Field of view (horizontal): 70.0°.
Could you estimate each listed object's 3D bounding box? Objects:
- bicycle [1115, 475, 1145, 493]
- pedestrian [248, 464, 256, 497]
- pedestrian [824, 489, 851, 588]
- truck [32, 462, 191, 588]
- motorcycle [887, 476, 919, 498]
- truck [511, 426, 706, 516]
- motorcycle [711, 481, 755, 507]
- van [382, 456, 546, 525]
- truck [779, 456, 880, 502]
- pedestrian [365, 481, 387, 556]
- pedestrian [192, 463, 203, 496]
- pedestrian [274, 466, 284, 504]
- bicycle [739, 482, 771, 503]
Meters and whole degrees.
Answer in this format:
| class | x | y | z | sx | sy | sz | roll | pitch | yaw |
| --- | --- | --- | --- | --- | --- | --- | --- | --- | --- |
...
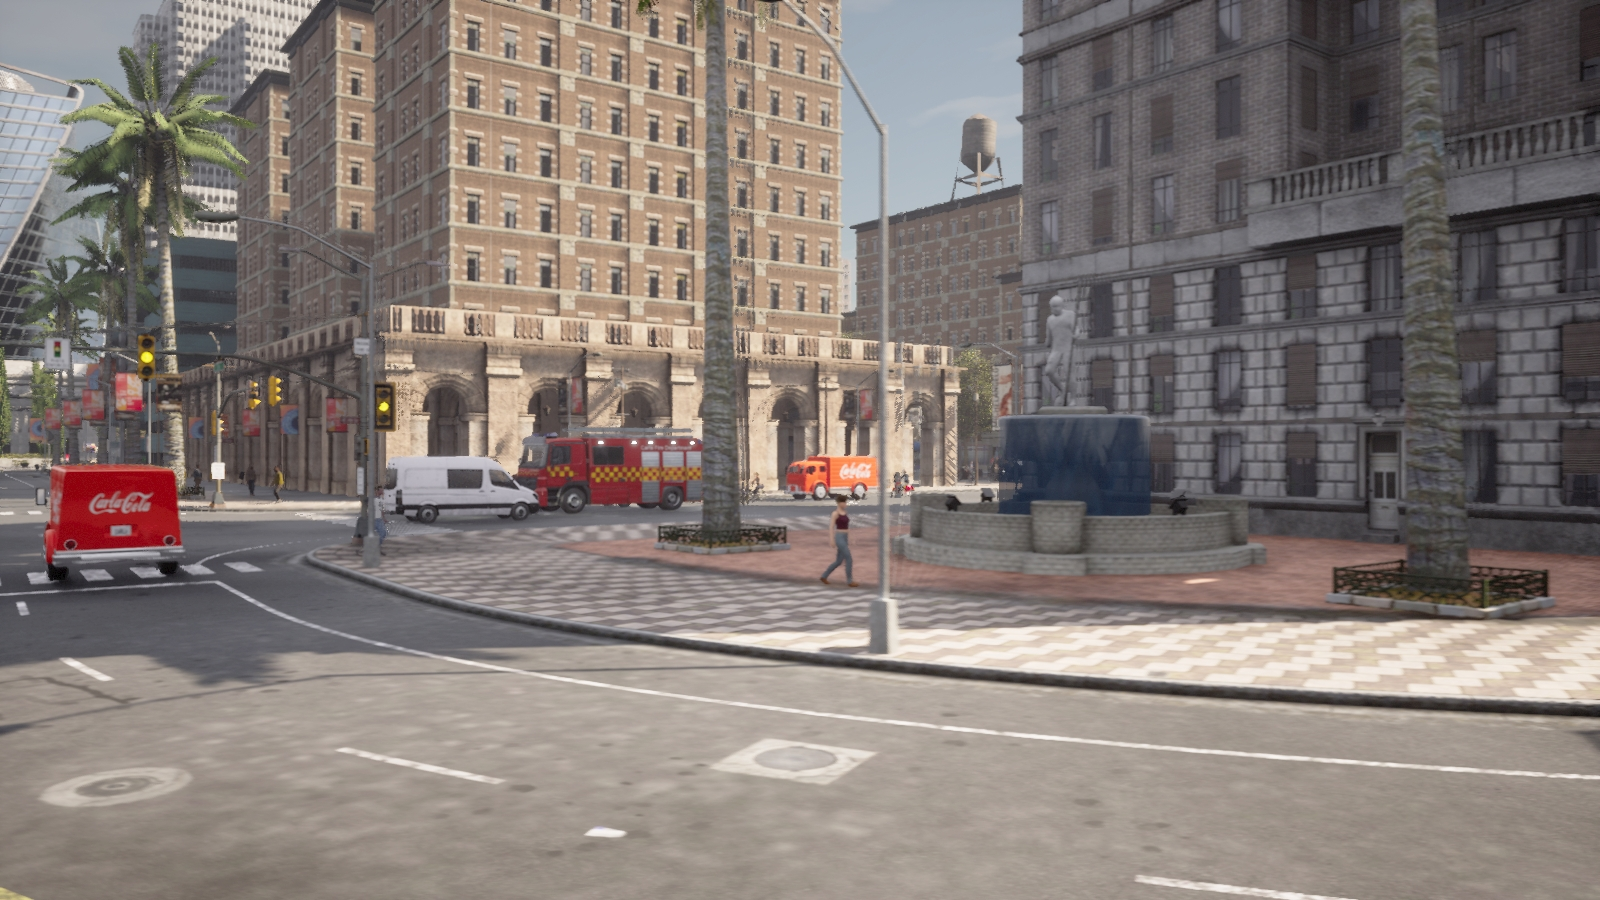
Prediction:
| class | x | y | z | sx | sy | sz | roll | pitch | yaw |
| --- | --- | --- | --- | --- | --- | --- | --- | --- | --- |
| bicycle | 21.641 | 2.255 | 75.005 | 1.835 | 1.171 | 0.329 | 0 | -7 | -4 |
| pedestrian | -31.027 | 1.709 | 64.700 | 0.375 | 1.860 | 0.375 | 0 | 0 | -36 |
| pedestrian | 0.724 | 1.702 | 22.121 | 0.375 | 1.860 | 0.375 | 0 | 0 | 36 |
| truck | -16.008 | 1.583 | 26.400 | 2.627 | 2.467 | 5.204 | 0 | 1 | -37 |
| motorcycle | 6.137 | 2.199 | 68.176 | 1.805 | 1.236 | 0.856 | 0 | 0 | -37 |
| truck | -8.709 | 0.904 | 52.566 | 8.468 | 3.827 | 2.891 | 0 | 0 | -36 |
| motorcycle | -3.398 | 2.219 | 58.063 | 0.867 | 1.251 | 2.209 | 0 | 0 | 42 |
| van | -13.273 | 1.544 | 45.325 | 5.915 | 2.561 | 1.988 | 0 | 0 | -34 |
| truck | 1.697 | 1.584 | 64.876 | 5.204 | 2.467 | 2.627 | 0 | 0 | -36 |
| pedestrian | -10.631 | 1.702 | 28.650 | 0.375 | 1.860 | 0.375 | 0 | 0 | 9 |
| pedestrian | -34.883 | 1.710 | 66.151 | 0.375 | 1.860 | 0.375 | 0 | 0 | 20 |
| pedestrian | -25.619 | 1.708 | 56.163 | 0.375 | 1.860 | 0.375 | 0 | 0 | -42 |
| bicycle | -2.428 | 2.271 | 61.841 | 1.487 | 1.080 | 0.859 | 0 | 0 | -36 |
